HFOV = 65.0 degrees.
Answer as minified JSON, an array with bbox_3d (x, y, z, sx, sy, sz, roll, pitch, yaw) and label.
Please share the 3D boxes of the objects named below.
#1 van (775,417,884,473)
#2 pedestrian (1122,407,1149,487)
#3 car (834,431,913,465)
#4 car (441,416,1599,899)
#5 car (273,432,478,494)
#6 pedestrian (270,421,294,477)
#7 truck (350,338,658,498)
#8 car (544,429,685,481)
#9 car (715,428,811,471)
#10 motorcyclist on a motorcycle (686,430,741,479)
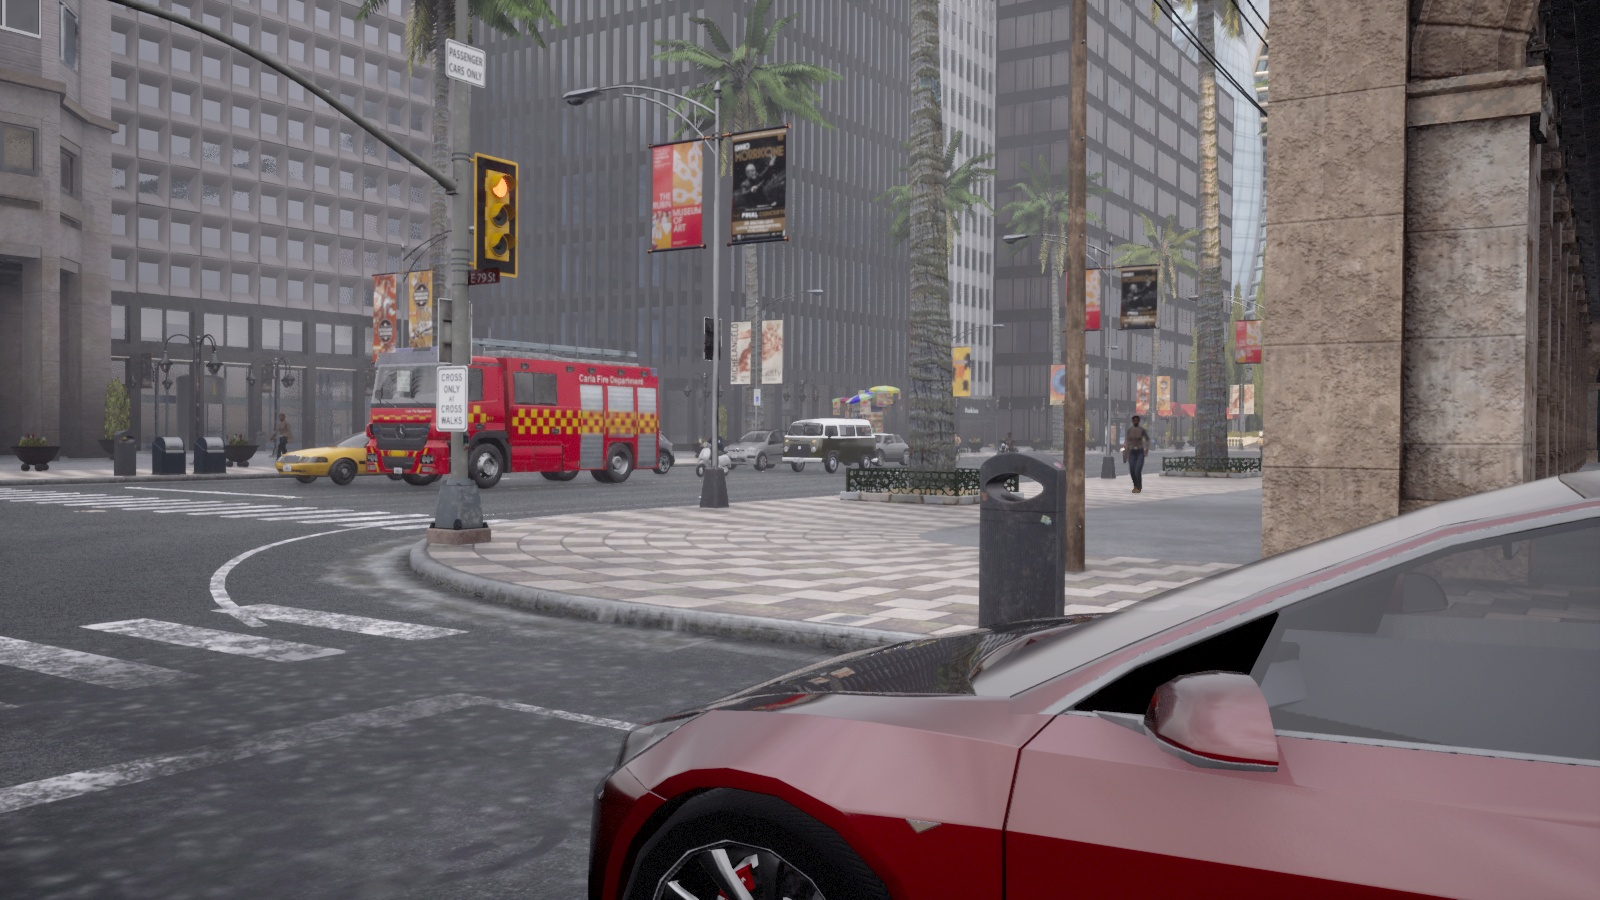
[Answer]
[{"bbox_3d":[1.180,-0.208,47.746,2.069,2.038,4.480,0,1,33],"label":"van"},{"bbox_3d":[7.689,-0.074,28.747,0.328,1.805,0.869,0,1,33],"label":"pedestrian"},{"bbox_3d":[3.408,-0.118,57.451,1.970,1.475,3.806,0,1,33],"label":"car"},{"bbox_3d":[1.787,0.681,2.457,4.792,1.488,2.163,0,1,33],"label":"car"},{"bbox_3d":[-11.593,0.301,34.719,1.801,1.575,5.366,0,1,34],"label":"car"},{"bbox_3d":[-17.308,-0.028,41.942,0.331,1.846,0.634,0,1,30],"label":"pedestrian"},{"bbox_3d":[-7.730,-0.831,34.274,2.891,3.827,8.468,0,1,33],"label":"truck"},{"bbox_3d":[-6.252,0.133,42.845,2.033,1.649,4.856,0,1,34],"label":"car"},{"bbox_3d":[-1.431,-0.042,50.141,1.851,1.617,3.988,0,1,33],"label":"car"},{"bbox_3d":[-2.858,0.142,41.631,0.866,1.590,1.817,0,1,33],"label":"motorcyclist on a motorcycle"}]
